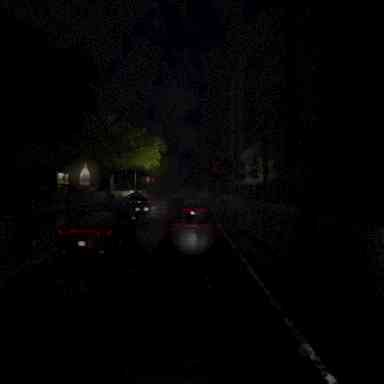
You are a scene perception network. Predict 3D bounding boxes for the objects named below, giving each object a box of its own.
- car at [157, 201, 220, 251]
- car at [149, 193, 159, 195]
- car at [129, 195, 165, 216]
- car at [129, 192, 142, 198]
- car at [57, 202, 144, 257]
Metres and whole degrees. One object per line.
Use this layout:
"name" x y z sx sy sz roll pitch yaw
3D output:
"car" 0.043 1.340 13.204 2.128 1.511 4.902 0 1 0
"car" -6.565 0.877 58.452 1.994 1.385 4.181 0 1 0
"car" -3.228 1.249 26.050 2.033 1.411 5.357 0 1 1
"car" -9.815 0.792 58.359 1.882 1.535 5.008 0 1 0
"car" -3.215 1.336 12.265 1.882 1.535 5.008 0 1 1
